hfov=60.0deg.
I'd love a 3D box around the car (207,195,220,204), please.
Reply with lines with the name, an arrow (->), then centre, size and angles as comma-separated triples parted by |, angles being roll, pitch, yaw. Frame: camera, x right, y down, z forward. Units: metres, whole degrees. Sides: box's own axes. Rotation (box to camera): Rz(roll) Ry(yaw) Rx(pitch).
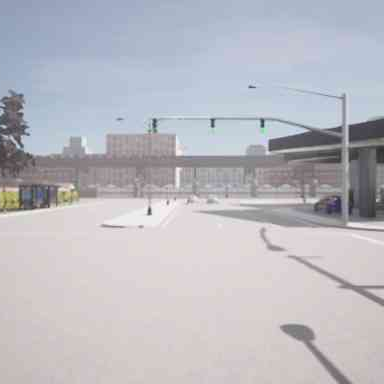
car -> 3.509, 1.261, 56.142 | 1.812, 1.442, 4.674 | 0, 0, 0

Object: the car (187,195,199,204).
car -> 0.113, 1.251, 58.277 | 1.812, 1.442, 4.674 | 0, 0, 0

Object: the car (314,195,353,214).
car -> 13.214, 1.147, 31.372 | 2.242, 1.667, 4.611 | 0, 0, 0

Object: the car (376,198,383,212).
car -> 18.960, 1.305, 32.134 | 1.970, 1.475, 3.806 | 0, 0, 0
